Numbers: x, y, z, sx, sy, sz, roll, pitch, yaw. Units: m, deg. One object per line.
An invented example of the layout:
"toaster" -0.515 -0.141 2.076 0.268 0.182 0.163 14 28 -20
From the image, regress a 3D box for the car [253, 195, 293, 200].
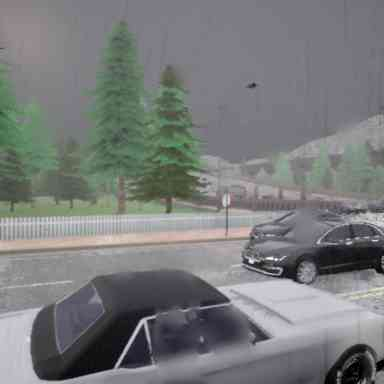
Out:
"car" 10.829 1.491 43.686 2.033 1.411 5.357 0 2 -25

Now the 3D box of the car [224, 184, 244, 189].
"car" 7.863 -0.213 66.581 1.837 1.490 4.892 0 8 -25

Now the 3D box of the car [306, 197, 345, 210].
"car" 17.950 1.517 45.019 1.882 1.535 5.008 0 1 -25

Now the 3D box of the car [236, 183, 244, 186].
"car" 10.650 -1.230 77.117 2.128 1.511 4.902 0 7 -25

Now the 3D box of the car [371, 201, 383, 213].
"car" 21.811 1.687 36.931 1.994 1.385 4.181 0 0 -26

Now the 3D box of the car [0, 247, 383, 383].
"car" -0.043 1.595 3.677 4.718 1.301 1.895 0 0 -24

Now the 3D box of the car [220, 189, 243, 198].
"car" 5.800 0.788 54.330 1.837 1.490 4.892 0 4 -25

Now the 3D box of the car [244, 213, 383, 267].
"car" 3.728 1.523 9.360 4.892 1.490 1.837 1 0 -23

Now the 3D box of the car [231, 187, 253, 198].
"car" 8.937 0.651 55.885 2.097 1.767 4.553 0 5 -25

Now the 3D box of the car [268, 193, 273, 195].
"car" 13.605 1.060 54.192 1.882 1.535 5.008 0 4 -25

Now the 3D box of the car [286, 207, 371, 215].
"car" 4.682 1.527 13.590 4.892 1.490 1.837 1 0 -23

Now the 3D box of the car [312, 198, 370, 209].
"car" 15.156 1.625 34.615 2.033 1.411 5.357 0 0 -26
